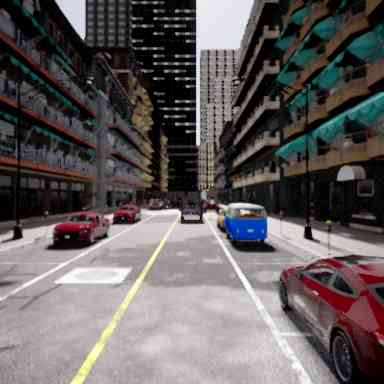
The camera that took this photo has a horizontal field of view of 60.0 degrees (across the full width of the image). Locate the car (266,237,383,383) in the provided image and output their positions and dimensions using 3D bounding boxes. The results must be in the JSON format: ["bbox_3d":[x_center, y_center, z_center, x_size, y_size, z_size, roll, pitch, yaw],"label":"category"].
[{"bbox_3d":[2.569,1.626,5.084,1.802,1.307,4.206,0,0,0],"label":"car"}]

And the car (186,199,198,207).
[{"bbox_3d":[-0.025,1.883,58.813,2.033,1.411,5.357,0,-1,0],"label":"car"}]

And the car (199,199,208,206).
[{"bbox_3d":[2.539,2.268,73.357,1.802,1.307,4.206,0,-1,0],"label":"car"}]

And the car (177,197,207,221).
[{"bbox_3d":[-0.012,1.482,29.123,2.033,1.649,4.856,0,-1,0],"label":"car"}]

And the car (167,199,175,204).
[{"bbox_3d":[-5.347,2.374,84.726,1.947,1.339,4.313,0,-1,0],"label":"car"}]

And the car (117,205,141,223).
[{"bbox_3d":[-5.321,1.788,27.831,1.887,1.381,4.507,0,-1,0],"label":"car"}]

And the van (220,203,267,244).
[{"bbox_3d":[2.566,1.484,16.465,1.690,1.788,3.998,0,-1,0],"label":"van"}]

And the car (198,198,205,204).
[{"bbox_3d":[2.531,2.399,90.597,1.752,1.417,4.829,0,-1,0],"label":"car"}]

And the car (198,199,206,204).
[{"bbox_3d":[2.533,2.374,84.736,1.947,1.339,4.313,0,-1,0],"label":"car"}]

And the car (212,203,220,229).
[{"bbox_3d":[2.562,1.720,22.324,1.752,1.417,4.829,0,-1,0],"label":"car"}]

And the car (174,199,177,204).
[{"bbox_3d":[-2.782,1.930,76.719,1.812,1.442,4.674,0,-1,0],"label":"car"}]

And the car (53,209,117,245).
[{"bbox_3d":[-5.316,1.688,16.451,1.887,1.381,4.507,0,-1,0],"label":"car"}]

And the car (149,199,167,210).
[{"bbox_3d":[-5.330,1.897,50.590,1.967,1.590,4.097,0,-1,0],"label":"car"}]

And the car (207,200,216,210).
[{"bbox_3d":[2.553,1.842,44.911,1.967,1.590,4.097,0,-1,0],"label":"car"}]

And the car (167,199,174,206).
[{"bbox_3d":[-5.338,2.068,67.659,1.967,1.590,4.097,0,-1,0],"label":"car"}]

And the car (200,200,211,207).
[{"bbox_3d":[2.544,2.152,61.979,1.802,1.307,4.206,0,-1,0],"label":"car"}]
